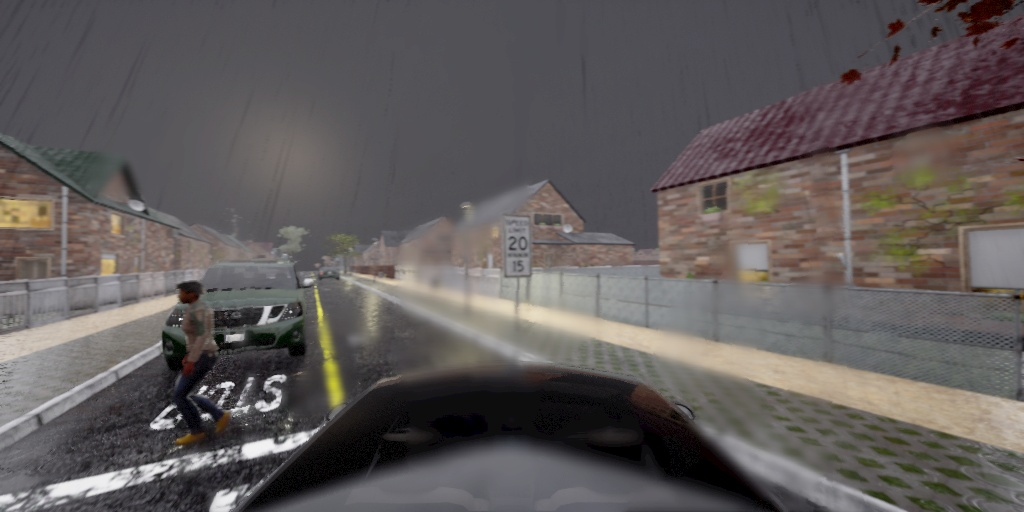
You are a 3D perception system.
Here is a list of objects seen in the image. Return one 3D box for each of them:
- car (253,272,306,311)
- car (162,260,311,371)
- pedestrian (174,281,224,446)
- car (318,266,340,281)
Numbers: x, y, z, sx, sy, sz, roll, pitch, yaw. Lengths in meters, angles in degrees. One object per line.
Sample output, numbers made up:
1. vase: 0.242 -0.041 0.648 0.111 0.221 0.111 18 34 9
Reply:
1. car: -10.948 1.585 17.186 1.812 1.442 4.674 0 -1 -29
2. car: -6.189 1.117 8.682 2.150 2.045 5.566 0 -1 -29
3. pedestrian: -3.499 1.103 3.974 0.375 1.860 0.375 1 -3 -29
4. car: -21.116 1.896 41.347 2.097 1.767 4.553 0 -1 -29
